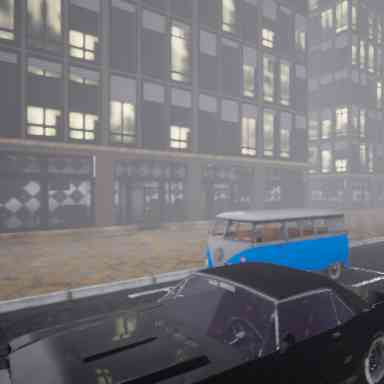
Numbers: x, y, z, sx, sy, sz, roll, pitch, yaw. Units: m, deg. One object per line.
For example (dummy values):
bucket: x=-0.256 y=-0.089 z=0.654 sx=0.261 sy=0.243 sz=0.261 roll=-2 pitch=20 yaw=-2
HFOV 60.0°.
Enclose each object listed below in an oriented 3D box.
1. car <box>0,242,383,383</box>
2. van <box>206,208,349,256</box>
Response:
car: x=0.500 y=1.593 z=3.740 sx=4.718 sy=1.301 sz=1.895 roll=0 pitch=0 yaw=-35
van: x=2.150 y=1.320 z=8.093 sx=3.998 sy=1.788 sz=1.690 roll=0 pitch=0 yaw=-36
